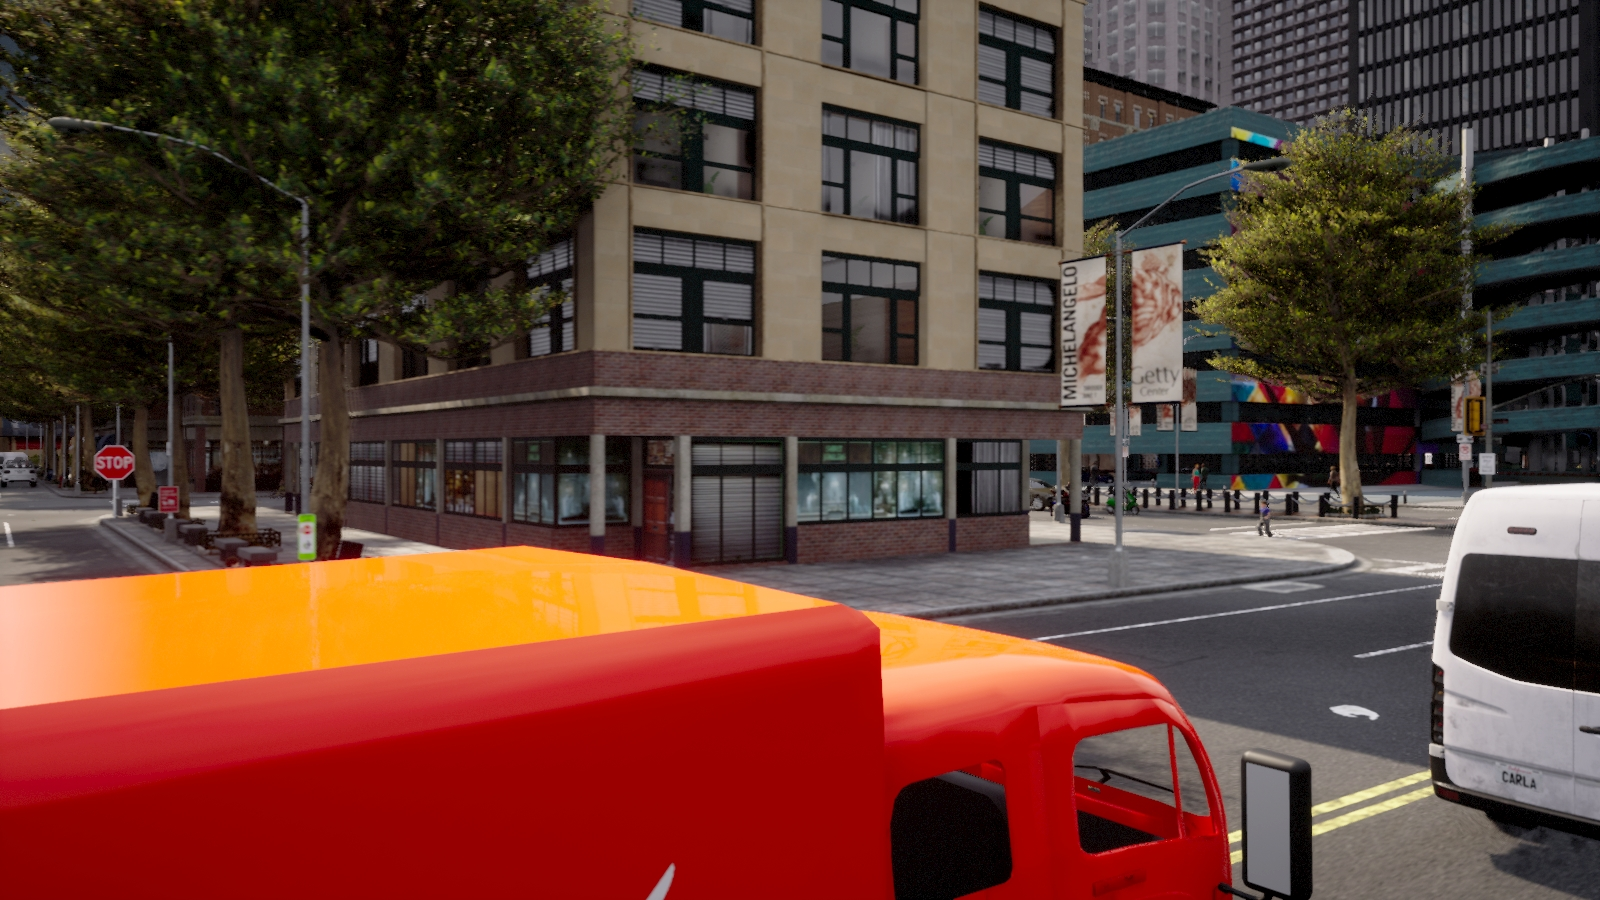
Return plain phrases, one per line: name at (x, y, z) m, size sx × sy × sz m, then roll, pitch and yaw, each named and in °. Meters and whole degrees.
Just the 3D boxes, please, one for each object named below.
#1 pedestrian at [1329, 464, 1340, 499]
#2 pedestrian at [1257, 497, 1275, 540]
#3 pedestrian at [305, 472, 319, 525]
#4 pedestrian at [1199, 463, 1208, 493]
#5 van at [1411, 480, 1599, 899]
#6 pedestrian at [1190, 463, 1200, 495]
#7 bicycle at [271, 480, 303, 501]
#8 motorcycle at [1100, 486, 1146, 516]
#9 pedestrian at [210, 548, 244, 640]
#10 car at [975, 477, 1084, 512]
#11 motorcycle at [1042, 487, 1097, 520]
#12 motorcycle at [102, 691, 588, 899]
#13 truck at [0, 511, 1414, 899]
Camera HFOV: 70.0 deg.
pedestrian at (28.989, 1.719, 61.969) m, size 0.375 × 1.860 × 0.375 m, roll 0°, pitch 0°, yaw -30°
pedestrian at (14.572, 2.141, 35.735) m, size 0.375 × 1.300 × 0.375 m, roll 0°, pitch 0°, yaw -31°
pedestrian at (-17.230, 1.700, 40.315) m, size 0.375 × 1.860 × 0.375 m, roll 0°, pitch 0°, yaw -36°
pedestrian at (24.947, 1.719, 70.662) m, size 0.375 × 1.860 × 0.375 m, roll 0°, pitch 0°, yaw -25°
van at (7.282, 1.539, 8.903) m, size 5.915 × 2.561 × 1.988 m, roll 0°, pitch 0°, yaw -35°
pedestrian at (23.242, 1.719, 67.212) m, size 0.375 × 1.860 × 0.375 m, roll 0°, pitch 0°, yaw -27°
bicycle at (-28.627, 2.261, 63.723) m, size 1.487 × 1.080 × 0.859 m, roll 0°, pitch 0°, yaw -37°
motorcycle at (14.042, 2.197, 49.743) m, size 0.856 × 1.236 × 1.805 m, roll 0°, pitch 0°, yaw -35°
pedestrian at (-8.520, 2.130, 16.990) m, size 0.375 × 1.300 × 0.375 m, roll 0°, pitch 0°, yaw -40°
car at (10.832, 2.076, 54.292) m, size 2.231 × 1.480 × 4.892 m, roll 0°, pitch 0°, yaw -35°
motorcycle at (11.241, 2.219, 47.667) m, size 0.867 × 1.251 × 2.209 m, roll 0°, pitch 0°, yaw -35°
motorcycle at (-2.416, 2.171, 6.262) m, size 2.356 × 1.277 × 0.764 m, roll 0°, pitch 0°, yaw -35°
truck at (-1.004, 1.584, 3.086) m, size 5.204 × 2.467 × 2.627 m, roll -1°, pitch 1°, yaw -35°
